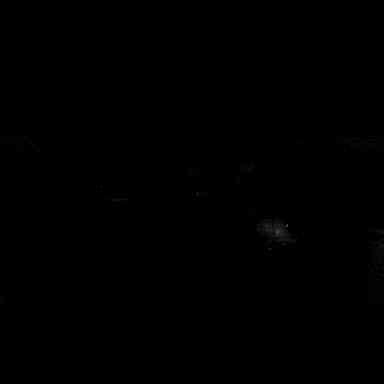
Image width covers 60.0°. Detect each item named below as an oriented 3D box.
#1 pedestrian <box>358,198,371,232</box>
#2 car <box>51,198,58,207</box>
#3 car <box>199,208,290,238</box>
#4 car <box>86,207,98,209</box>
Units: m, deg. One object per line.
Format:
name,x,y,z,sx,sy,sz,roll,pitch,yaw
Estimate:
pedestrian,9.339,1.219,18.139,0.375,1.860,0.375,1,0,-35
car,-22.517,1.856,55.363,2.097,1.767,4.553,2,-2,-40
car,2.533,1.534,17.618,2.033,1.411,5.357,2,-2,-35
car,-10.362,1.743,35.427,1.837,1.490,4.892,2,-2,-37
